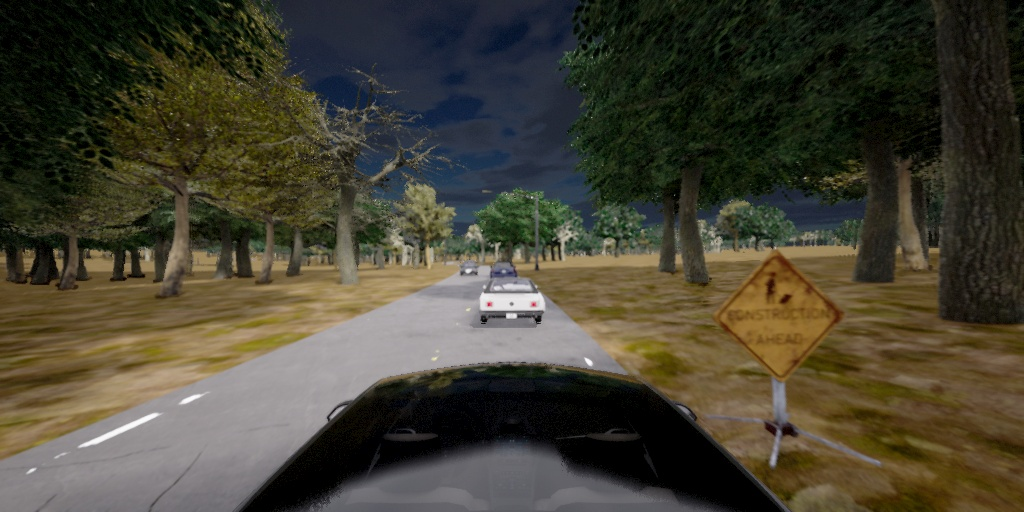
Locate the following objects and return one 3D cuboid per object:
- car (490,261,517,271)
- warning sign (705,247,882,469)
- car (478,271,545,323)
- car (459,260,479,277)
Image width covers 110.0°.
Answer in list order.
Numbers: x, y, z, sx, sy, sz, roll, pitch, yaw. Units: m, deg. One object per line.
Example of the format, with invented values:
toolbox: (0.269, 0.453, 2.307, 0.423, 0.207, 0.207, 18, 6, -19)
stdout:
car: (-0.712, 1.176, 28.888, 2.097, 1.767, 4.553, 0, 0, -3)
warning sign: (2.652, 0.867, 3.538, 1.300, 1.860, 1.060, 0, 0, 0)
car: (-0.052, 1.371, 12.121, 1.895, 1.301, 4.718, 0, 0, -1)
car: (-4.481, 1.355, 37.888, 2.128, 1.511, 4.902, 0, 0, -4)
